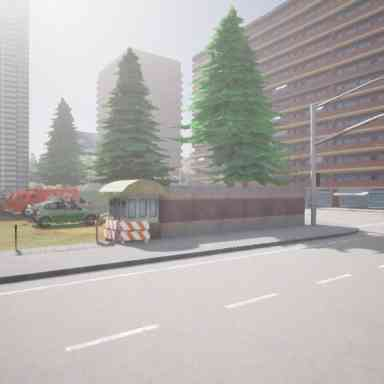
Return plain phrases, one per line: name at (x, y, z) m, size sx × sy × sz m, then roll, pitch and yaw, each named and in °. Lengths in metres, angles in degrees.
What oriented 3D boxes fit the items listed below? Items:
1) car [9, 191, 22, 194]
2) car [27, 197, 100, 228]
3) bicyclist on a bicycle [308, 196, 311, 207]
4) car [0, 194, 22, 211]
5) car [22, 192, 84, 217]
car at (-26.258, 1.204, 46.298) m, size 3.866 × 1.878 × 1.905 m, roll 0°, pitch 0°, yaw -35°
car at (-7.965, 1.341, 21.106) m, size 3.988 × 1.617 × 1.851 m, roll 0°, pitch 0°, yaw -35°
bicyclist on a bicycle at (16.709, 1.356, 46.520) m, size 1.656 × 1.620 × 0.582 m, roll 0°, pitch 0°, yaw -35°
car at (-24.986, 1.394, 43.773) m, size 4.193 × 1.474 × 1.816 m, roll 0°, pitch 0°, yaw -35°
car at (-9.978, 1.172, 25.162) m, size 4.605 × 1.855 × 1.932 m, roll 0°, pitch 0°, yaw -35°
